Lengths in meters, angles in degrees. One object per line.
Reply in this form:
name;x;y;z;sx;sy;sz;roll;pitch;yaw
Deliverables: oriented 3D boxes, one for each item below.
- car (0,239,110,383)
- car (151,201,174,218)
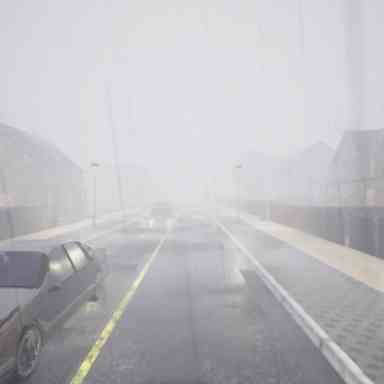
car;-2.846;1.568;5.673;2.033;1.411;5.357;0;0;0
car;-2.783;1.628;31.997;1.882;1.535;5.008;0;-1;0
